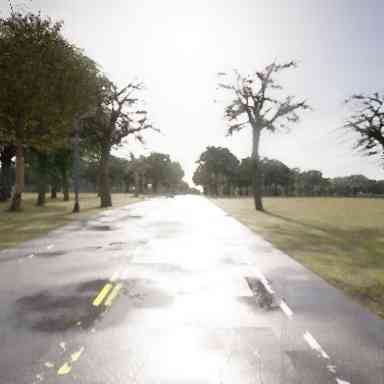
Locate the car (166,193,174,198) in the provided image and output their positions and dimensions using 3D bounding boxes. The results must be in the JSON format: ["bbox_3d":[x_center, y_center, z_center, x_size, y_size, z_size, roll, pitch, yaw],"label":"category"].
[{"bbox_3d":[-6.461,1.027,95.343,2.097,1.767,4.553,0,0,0],"label":"car"}]
